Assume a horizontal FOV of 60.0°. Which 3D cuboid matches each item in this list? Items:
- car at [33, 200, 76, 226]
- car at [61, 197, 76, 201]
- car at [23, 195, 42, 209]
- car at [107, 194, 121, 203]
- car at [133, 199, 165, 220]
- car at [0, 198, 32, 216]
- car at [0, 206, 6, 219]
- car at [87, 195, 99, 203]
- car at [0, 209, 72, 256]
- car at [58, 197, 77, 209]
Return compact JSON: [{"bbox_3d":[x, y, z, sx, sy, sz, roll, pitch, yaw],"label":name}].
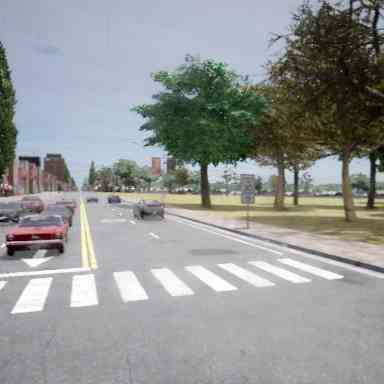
[{"bbox_3d":[-8.828,1.483,21.696,1.994,1.385,4.181,0,1,-19],"label":"car"},{"bbox_3d":[-11.993,1.425,31.176,1.895,1.301,4.718,0,1,-18],"label":"car"},{"bbox_3d":[-16.004,1.164,32.955,2.097,1.767,4.553,0,1,-18],"label":"car"},{"bbox_3d":[-12.856,1.064,54.624,2.128,1.511,4.902,0,1,-19],"label":"car"},{"bbox_3d":[-3.568,1.344,27.060,2.128,1.511,4.902,0,1,-19],"label":"car"},{"bbox_3d":[-12.777,1.417,23.259,1.837,1.490,4.892,0,1,-19],"label":"car"},{"bbox_3d":[-9.647,1.536,13.949,2.033,1.411,5.357,0,0,-19],"label":"car"},{"bbox_3d":[-17.036,1.160,56.855,1.895,1.301,4.718,0,1,-18],"label":"car"},{"bbox_3d":[-6.019,1.580,13.351,1.895,1.301,4.718,0,0,-19],"label":"car"},{"bbox_3d":[-15.217,1.325,40.857,1.895,1.301,4.718,0,1,-18],"label":"car"}]
